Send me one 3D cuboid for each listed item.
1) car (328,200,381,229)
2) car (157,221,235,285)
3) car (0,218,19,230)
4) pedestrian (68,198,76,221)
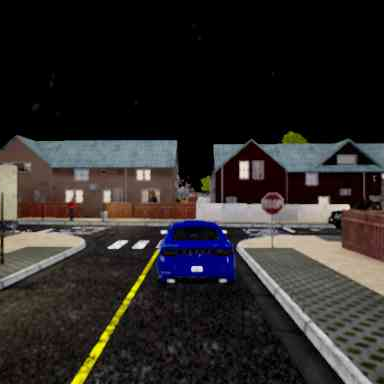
[{"bbox_3d":[12.177,1.584,22.429,5.566,2.045,2.150,1,-1,1],"label":"car"},{"bbox_3d":[0.070,1.581,9.848,1.882,1.535,5.008,0,-1,-1],"label":"car"},{"bbox_3d":[-12.929,1.445,19.976,4.553,1.767,2.097,1,-1,4],"label":"car"},{"bbox_3d":[-9.363,1.322,25.840,0.375,1.860,0.375,0,-1,1],"label":"pedestrian"}]
